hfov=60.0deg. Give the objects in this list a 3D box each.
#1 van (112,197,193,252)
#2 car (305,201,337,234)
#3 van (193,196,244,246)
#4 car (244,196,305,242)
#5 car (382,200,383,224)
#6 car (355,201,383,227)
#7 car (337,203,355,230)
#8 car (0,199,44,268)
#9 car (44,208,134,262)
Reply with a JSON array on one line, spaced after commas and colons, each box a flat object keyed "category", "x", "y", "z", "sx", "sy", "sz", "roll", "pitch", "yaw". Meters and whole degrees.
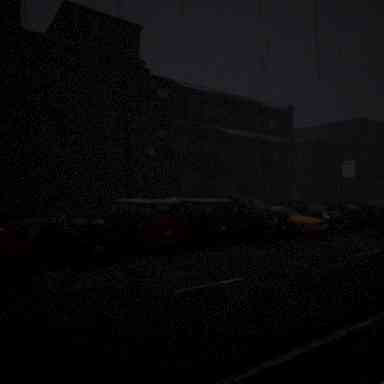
[{"category": "van", "x": -2.098, "y": 1.256, "z": 13.999, "sx": 1.878, "sy": 1.987, "sz": 4.442, "roll": 0, "pitch": 0, "yaw": -35}, {"category": "car", "x": 4.904, "y": 1.466, "z": 18.536, "sx": 1.946, "sy": 1.575, "sz": 5.366, "roll": 0, "pitch": 0, "yaw": -35}, {"category": "van", "x": 0.077, "y": 1.253, "z": 15.520, "sx": 1.878, "sy": 1.987, "sz": 4.442, "roll": 0, "pitch": 0, "yaw": -35}, {"category": "car", "x": 2.536, "y": 1.223, "z": 17.064, "sx": 2.435, "sy": 2.045, "sz": 5.566, "roll": 0, "pitch": 0, "yaw": -35}, {"category": "car", "x": 11.505, "y": 1.469, "z": 23.430, "sx": 2.163, "sy": 1.488, "sz": 4.792, "roll": 0, "pitch": 0, "yaw": -35}, {"category": "car", "x": 9.249, "y": 1.451, "z": 21.805, "sx": 2.097, "sy": 1.535, "sz": 5.008, "roll": 0, "pitch": 0, "yaw": -35}, {"category": "car", "x": 6.953, "y": 1.334, "z": 20.239, "sx": 2.185, "sy": 1.767, "sz": 4.553, "roll": 0, "pitch": 0, "yaw": -35}, {"category": "car", "x": -6.704, "y": 1.230, "z": 10.670, "sx": 2.435, "sy": 2.045, "sz": 5.566, "roll": 0, "pitch": 0, "yaw": -35}, {"category": "car", "x": -4.306, "y": 1.484, "z": 12.302, "sx": 2.231, "sy": 1.521, "sz": 4.892, "roll": 0, "pitch": 0, "yaw": -35}]
